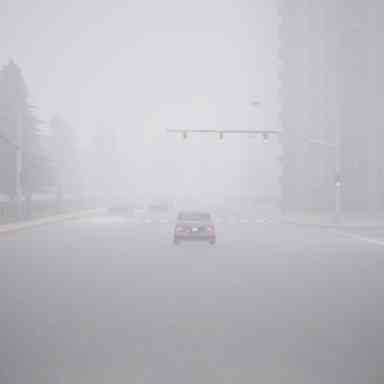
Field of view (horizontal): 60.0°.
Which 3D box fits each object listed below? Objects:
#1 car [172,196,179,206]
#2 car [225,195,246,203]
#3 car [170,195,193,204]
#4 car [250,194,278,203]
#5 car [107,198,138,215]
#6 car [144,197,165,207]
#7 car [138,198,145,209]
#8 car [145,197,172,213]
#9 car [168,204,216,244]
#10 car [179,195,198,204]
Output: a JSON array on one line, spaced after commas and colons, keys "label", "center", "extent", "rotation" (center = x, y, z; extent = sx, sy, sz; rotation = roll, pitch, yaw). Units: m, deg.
[{"label": "car", "center": [-3.264, 1.423, 46.420], "extent": [1.837, 1.490, 4.892], "rotation": [0, 0, 3]}, {"label": "car", "center": [8.341, 1.379, 63.385], "extent": [2.128, 1.511, 4.902], "rotation": [0, 0, 43]}, {"label": "car", "center": [-1.893, 1.369, 61.394], "extent": [1.882, 1.535, 5.008], "rotation": [0, 0, 30]}, {"label": "car", "center": [13.365, 1.435, 63.231], "extent": [5.357, 1.411, 2.033], "rotation": [0, 0, -37]}, {"label": "car", "center": [-7.074, 1.542, 33.372], "extent": [1.895, 1.301, 4.718], "rotation": [0, 0, 0]}, {"label": "car", "center": [-5.765, 1.509, 52.035], "extent": [1.895, 1.301, 4.718], "rotation": [0, 0, 12]}, {"label": "car", "center": [-6.981, 1.490, 42.182], "extent": [1.994, 1.385, 4.181], "rotation": [0, 0, 1]}, {"label": "car", "center": [-3.567, 1.413, 36.294], "extent": [1.882, 1.535, 5.008], "rotation": [0, 0, 0]}, {"label": "car", "center": [0.112, 1.538, 15.851], "extent": [2.033, 1.411, 5.357], "rotation": [0, 0, 0]}, {"label": "car", "center": [-0.588, 1.501, 56.290], "extent": [1.895, 1.301, 4.718], "rotation": [0, 0, 21]}]
